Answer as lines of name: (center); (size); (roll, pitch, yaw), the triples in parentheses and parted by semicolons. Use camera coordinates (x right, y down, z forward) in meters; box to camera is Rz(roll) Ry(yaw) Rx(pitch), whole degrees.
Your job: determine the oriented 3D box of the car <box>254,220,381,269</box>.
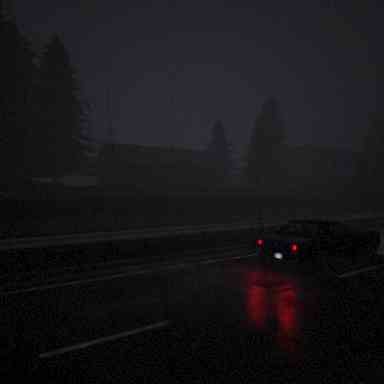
car: (4.364, 1.599, 11.161); (4.718, 1.301, 1.895); (0, 0, -36)
